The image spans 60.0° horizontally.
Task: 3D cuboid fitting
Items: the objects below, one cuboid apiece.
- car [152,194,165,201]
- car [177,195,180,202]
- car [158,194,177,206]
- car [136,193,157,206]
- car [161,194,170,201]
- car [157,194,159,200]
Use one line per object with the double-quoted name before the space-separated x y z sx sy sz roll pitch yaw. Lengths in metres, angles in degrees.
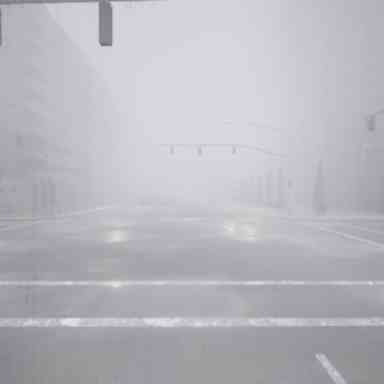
"car" -6.964 1.130 69.984 2.033 1.411 5.357 0 0 1
"car" -3.483 1.370 68.476 1.994 1.385 4.181 0 0 1
"car" -3.766 1.425 52.090 1.837 1.490 4.892 0 0 1
"car" -7.265 1.141 52.057 2.150 2.045 5.566 0 0 1
"car" -6.776 1.369 84.807 1.837 1.490 4.892 0 0 1
"car" -7.122 1.490 57.497 1.994 1.385 4.181 0 1 1
